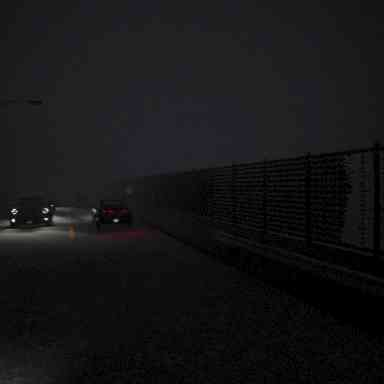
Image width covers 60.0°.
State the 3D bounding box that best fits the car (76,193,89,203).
[{"bbox_3d":[-15.563,0.830,47.376,1.895,1.301,4.718,-1,1,-21],"label":"car"}]

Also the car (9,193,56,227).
[{"bbox_3d":[-9.761,1.059,20.430,2.097,1.767,4.553,-1,1,-21],"label":"car"}]

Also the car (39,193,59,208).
[{"bbox_3d":[-16.673,0.898,38.987,1.882,1.535,5.008,-1,1,-21],"label":"car"}]

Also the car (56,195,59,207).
[{"bbox_3d":[-13.043,1.172,29.207,1.895,1.301,4.718,-1,1,-20],"label":"car"}]

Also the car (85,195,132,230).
[{"bbox_3d":[-4.648,1.158,18.776,2.128,1.511,4.902,-1,1,-21],"label":"car"}]
